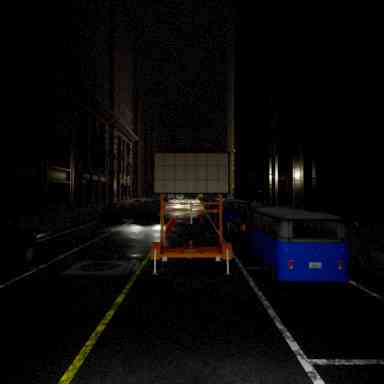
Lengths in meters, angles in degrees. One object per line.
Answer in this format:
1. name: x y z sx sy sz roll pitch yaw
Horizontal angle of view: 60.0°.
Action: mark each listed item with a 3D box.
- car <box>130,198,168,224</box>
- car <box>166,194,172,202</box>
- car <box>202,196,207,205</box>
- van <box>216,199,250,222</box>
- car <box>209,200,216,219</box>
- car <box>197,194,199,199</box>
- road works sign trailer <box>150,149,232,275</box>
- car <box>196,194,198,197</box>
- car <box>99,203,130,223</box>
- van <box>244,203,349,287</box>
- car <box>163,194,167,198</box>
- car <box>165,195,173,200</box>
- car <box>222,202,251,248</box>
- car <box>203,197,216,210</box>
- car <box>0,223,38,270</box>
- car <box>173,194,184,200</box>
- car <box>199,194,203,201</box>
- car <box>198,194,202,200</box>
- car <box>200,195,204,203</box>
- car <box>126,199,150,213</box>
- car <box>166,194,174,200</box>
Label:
1. car: -3.147 1.474 25.257 1.882 1.535 5.008 0 0 0
2. car: -5.977 1.388 70.871 1.967 1.590 4.097 1 0 0
3. car: 2.598 1.529 42.770 1.887 1.381 4.507 1 0 0
4. van: 2.641 1.339 20.271 1.690 1.788 3.998 1 0 0
5. car: 2.628 1.546 25.896 2.008 1.369 4.403 1 0 0
6. car: 2.557 1.523 65.269 1.947 1.339 4.313 1 0 0
7. road works sign trailer: -0.019 0.465 10.476 2.380 3.560 2.880 0 0 0
8. car: 2.527 1.473 82.143 1.887 1.381 4.507 1 0 0
9. car: -5.897 1.540 25.876 1.887 1.381 4.507 1 0 0
10. van: 2.661 1.342 9.021 1.690 1.788 3.998 1 0 0
11. car: -5.959 1.547 59.623 1.802 1.307 4.206 1 0 0
12. car: -6.009 1.484 87.745 1.947 1.339 4.313 1 0 0
13. car: 2.650 1.440 14.646 1.967 1.590 4.097 1 0 0
14. car: 2.608 1.540 37.145 2.008 1.369 4.403 1 0 0
15. car: -5.867 1.545 9.002 1.887 1.381 4.507 1 0 0
16. car: -3.161 1.270 87.889 2.097 1.767 4.553 0 0 0
17. car: 2.578 1.517 54.019 1.887 1.381 4.507 1 0 0
18. car: 2.567 1.510 59.644 1.887 1.381 4.507 1 0 0
19. car: 2.588 1.523 48.394 1.887 1.381 4.507 1 0 0
20. car: -5.917 1.540 37.124 2.008 1.369 4.403 1 0 0
21. car: -6.018 1.348 93.369 1.967 1.590 4.097 1 0 0
